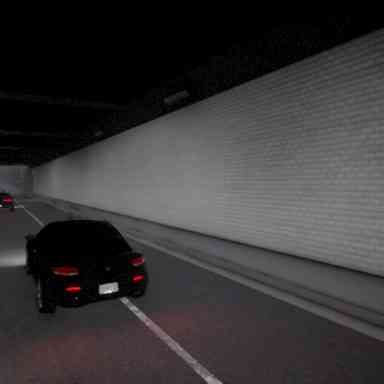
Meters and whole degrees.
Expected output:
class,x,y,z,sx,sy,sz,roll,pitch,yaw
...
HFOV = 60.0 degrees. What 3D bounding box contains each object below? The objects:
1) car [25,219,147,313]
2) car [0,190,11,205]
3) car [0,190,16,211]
class,x,y,z,sx,sy,sz,roll,pitch,yaw
car,-2.485,1.310,7.257,1.812,1.442,4.674,-2,2,-30
car,-21.973,0.539,37.959,2.128,1.511,4.902,-2,2,-29
car,-16.041,0.796,27.971,1.837,1.490,4.892,-2,2,-29
